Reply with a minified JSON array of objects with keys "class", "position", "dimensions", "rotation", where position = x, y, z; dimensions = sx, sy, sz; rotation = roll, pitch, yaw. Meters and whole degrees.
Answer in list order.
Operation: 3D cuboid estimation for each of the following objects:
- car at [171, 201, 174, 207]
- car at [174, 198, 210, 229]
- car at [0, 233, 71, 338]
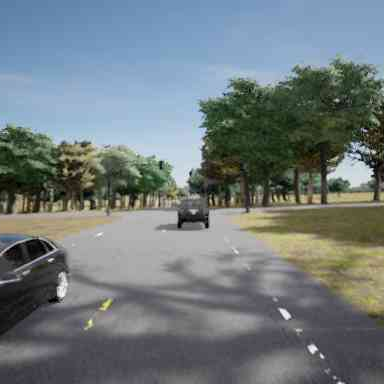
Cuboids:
[{"class":"car","position":[-4.592,3.162,90.159],"dimensions":[2.097,1.767,4.553],"rotation":[0,-2,-1]},{"class":"car","position":[0.099,1.439,23.817],"dimensions":[2.150,2.045,5.566],"rotation":[0,-1,0]},{"class":"car","position":[-3.599,1.535,5.530],"dimensions":[1.837,1.490,4.892],"rotation":[0,0,0]}]
